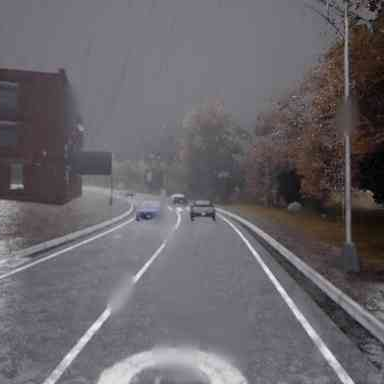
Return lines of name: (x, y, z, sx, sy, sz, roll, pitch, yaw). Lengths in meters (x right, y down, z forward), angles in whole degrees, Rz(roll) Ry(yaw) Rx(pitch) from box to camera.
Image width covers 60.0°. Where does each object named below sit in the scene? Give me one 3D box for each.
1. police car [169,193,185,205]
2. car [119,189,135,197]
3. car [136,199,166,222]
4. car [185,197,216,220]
police car: (-1.989, 0.917, 45.741, 1.930, 1.638, 5.238, 1, 1, -14)
car: (-12.648, 0.205, 64.457, 2.033, 1.411, 5.357, 1, 2, -26)
car: (-2.921, 1.295, 24.408, 1.882, 1.535, 5.008, 0, 1, -2)
car: (0.740, 1.315, 25.869, 2.128, 1.511, 4.902, 0, 1, -2)
